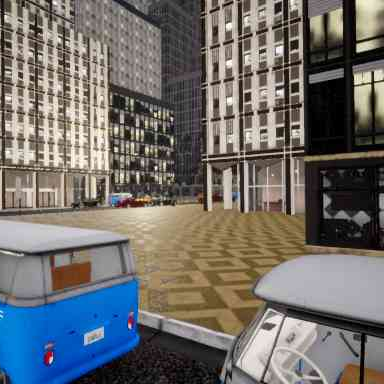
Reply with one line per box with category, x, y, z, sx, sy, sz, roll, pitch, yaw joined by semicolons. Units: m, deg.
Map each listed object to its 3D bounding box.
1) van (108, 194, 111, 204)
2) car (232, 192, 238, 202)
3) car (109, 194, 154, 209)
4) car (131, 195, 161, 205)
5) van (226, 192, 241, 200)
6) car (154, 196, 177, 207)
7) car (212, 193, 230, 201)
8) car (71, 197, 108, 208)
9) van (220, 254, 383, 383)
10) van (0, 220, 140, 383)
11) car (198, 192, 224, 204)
van;-10.485;1.136;48.356;1.690;1.788;3.998;0;0;36
car;6.299;1.101;57.072;2.008;1.369;4.403;0;0;36
car;-7.037;1.267;38.886;1.887;1.381;4.507;0;0;36
car;-7.249;1.279;52.768;1.752;1.417;4.829;0;0;36
van;9.527;0.872;75.647;1.690;1.788;3.998;0;0;36
car;-3.704;1.231;43.433;2.008;1.369;4.403;0;0;36
car;6.193;1.017;71.098;1.967;1.590;4.097;0;0;36
car;-13.819;1.404;43.808;1.947;1.339;4.313;0;0;36
van;1.964;1.341;1.486;3.998;1.788;1.690;0;-1;36
van;-2.574;1.342;4.728;3.998;1.788;1.690;0;-1;36
car;2.963;0.909;52.525;2.192;1.841;5.009;0;0;36
